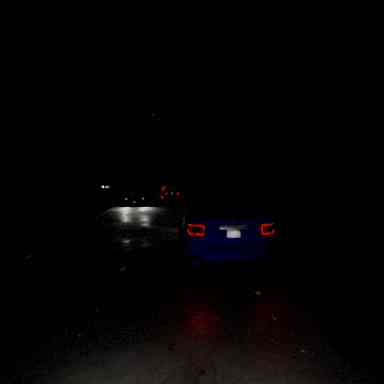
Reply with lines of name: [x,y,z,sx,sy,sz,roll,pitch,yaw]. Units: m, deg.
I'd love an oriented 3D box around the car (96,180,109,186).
car: [-21.424,-2.115,79.417,1.994,1.385,4.181,-4,5,-36]

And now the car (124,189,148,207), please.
car: [-4.859,0.441,29.283,1.812,1.442,4.674,0,2,-4]

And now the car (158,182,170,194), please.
car: [-3.655,-0.601,47.365,2.097,1.767,4.553,-1,3,-12]

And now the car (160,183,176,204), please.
car: [-2.274,0.108,36.931,2.033,1.411,5.357,0,3,-5]

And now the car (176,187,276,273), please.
car: [0.725,0.887,9.682,2.150,2.045,5.566,0,2,-3]
